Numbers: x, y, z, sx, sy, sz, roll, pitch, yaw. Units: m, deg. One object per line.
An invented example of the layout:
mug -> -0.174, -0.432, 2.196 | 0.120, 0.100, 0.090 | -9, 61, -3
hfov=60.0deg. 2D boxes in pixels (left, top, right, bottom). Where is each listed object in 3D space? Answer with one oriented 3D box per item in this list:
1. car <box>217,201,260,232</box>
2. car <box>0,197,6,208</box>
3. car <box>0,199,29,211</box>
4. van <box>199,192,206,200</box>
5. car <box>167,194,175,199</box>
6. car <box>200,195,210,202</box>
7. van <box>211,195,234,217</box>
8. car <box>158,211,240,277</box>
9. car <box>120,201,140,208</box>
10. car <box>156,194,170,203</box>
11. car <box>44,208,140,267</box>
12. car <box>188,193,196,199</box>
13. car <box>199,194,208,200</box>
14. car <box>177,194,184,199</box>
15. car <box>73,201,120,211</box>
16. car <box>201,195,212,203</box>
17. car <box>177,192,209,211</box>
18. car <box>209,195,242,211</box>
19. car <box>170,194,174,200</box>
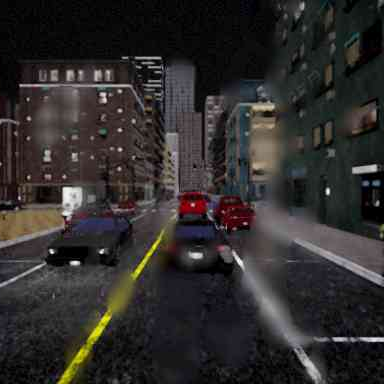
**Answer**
car -> 2.681, 1.451, 18.990 | 1.887, 1.381, 4.507 | 0, 0, 0
car -> -30.279, 1.590, 49.377 | 4.097, 1.590, 1.967 | -1, 2, 0
car -> -22.408, 1.692, 40.799 | 4.403, 1.369, 2.008 | -1, 2, 0
van -> 2.671, 0.960, 84.532 | 1.690, 1.788, 3.998 | 0, 0, 0
car -> -5.709, 1.142, 90.068 | 1.887, 1.381, 4.507 | 0, 0, 0
car -> 2.675, 1.252, 67.963 | 1.947, 1.339, 4.313 | 0, 0, 0
van -> 2.678, 1.195, 30.044 | 1.690, 1.788, 3.998 | 0, 0, 0
car -> 0.093, 1.513, 10.136 | 1.994, 1.385, 4.181 | 0, 0, 0
car -> -5.701, 1.436, 30.046 | 1.802, 1.307, 4.206 | 0, 0, 0
car -> -5.705, 1.275, 62.451 | 1.947, 1.339, 4.313 | 0, 0, 0
car -> -3.102, 1.489, 11.489 | 2.033, 1.411, 5.357 | 0, 0, 0
car -> -0.012, 1.095, 90.229 | 2.128, 1.511, 4.902 | 0, 0, 0
car -> 2.674, 1.186, 79.010 | 1.887, 1.381, 4.507 | 0, 0, 0
car -> -3.012, 1.199, 88.348 | 1.895, 1.301, 4.718 | 0, 0, 0
car -> -5.700, 1.346, 18.989 | 1.967, 1.590, 4.097 | 0, 0, 0
car -> 2.676, 1.291, 62.440 | 1.802, 1.307, 4.206 | 0, 0, 0
car -> 0.089, 1.083, 28.395 | 2.150, 2.045, 5.566 | 0, 0, 0
car -> 2.679, 1.195, 24.517 | 2.192, 1.841, 5.009 | 0, 0, 0
car -> -5.707, 1.229, 73.498 | 1.947, 1.339, 4.313 | 0, 0, 0
